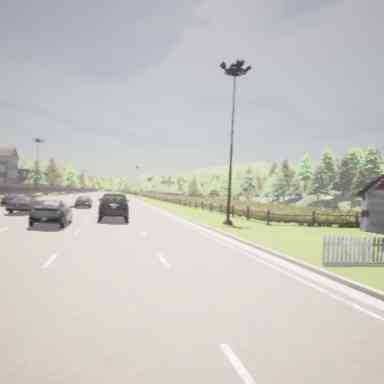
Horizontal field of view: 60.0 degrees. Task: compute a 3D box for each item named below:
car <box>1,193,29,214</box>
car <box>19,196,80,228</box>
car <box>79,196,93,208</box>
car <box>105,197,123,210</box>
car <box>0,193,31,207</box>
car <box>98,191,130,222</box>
[{"bbox_3d":[-13.625,1.044,27.406,2.033,1.411,5.357,3,0,-13],"label":"car"},{"bbox_3d":[-8.193,1.210,19.589,2.128,1.511,4.902,3,0,-13],"label":"car"},{"bbox_3d":[-13.025,1.160,40.138,2.033,1.411,5.357,3,0,-13],"label":"car"},{"bbox_3d":[-9.517,1.357,40.489,1.994,1.385,4.181,3,0,-13],"label":"car"},{"bbox_3d":[-19.380,0.832,36.616,1.994,1.385,4.181,3,0,-13],"label":"car"},{"bbox_3d":[-5.882,1.095,25.104,2.150,2.045,5.566,3,0,-13],"label":"car"}]
